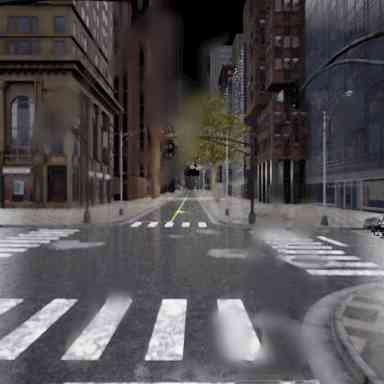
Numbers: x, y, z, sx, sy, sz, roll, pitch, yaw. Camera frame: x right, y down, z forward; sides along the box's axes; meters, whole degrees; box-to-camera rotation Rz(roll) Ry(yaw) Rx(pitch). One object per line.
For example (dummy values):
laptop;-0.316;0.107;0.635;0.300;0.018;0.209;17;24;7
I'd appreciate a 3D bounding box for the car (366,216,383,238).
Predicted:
car;11.216;1.444;15.827;4.553;1.767;2.097;1;0;0

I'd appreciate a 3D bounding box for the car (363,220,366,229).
car;11.893;1.649;18.492;4.403;1.369;2.008;0;0;0
